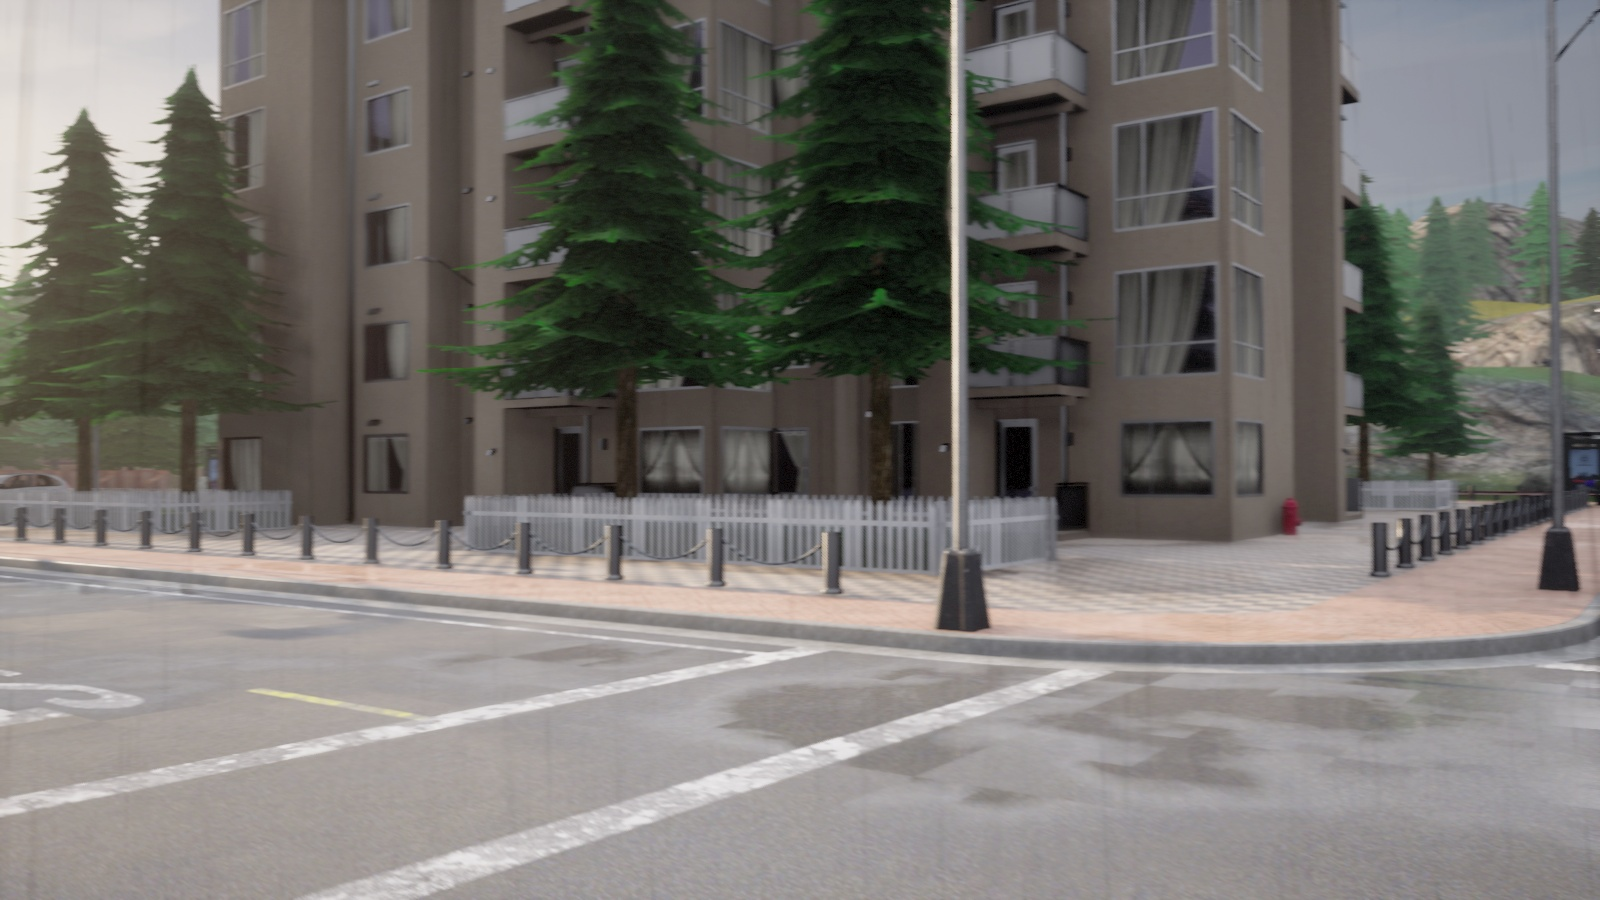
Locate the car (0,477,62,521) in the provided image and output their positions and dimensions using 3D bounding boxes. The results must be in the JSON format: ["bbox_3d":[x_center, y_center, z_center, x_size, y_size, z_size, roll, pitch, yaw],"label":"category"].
[{"bbox_3d":[-30.642,1.875,47.805,1.851,1.617,3.988,-1,-1,36],"label":"car"}]
